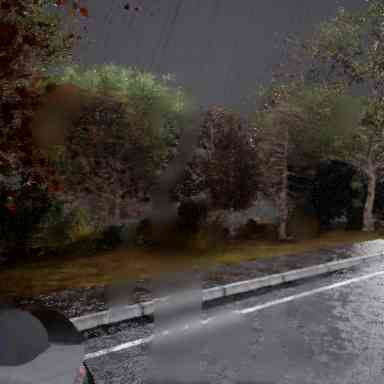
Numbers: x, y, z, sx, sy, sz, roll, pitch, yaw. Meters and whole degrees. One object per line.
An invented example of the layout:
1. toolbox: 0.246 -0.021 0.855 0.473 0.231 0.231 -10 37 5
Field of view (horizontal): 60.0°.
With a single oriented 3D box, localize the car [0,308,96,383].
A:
1. car: -2.911 1.490 1.471 4.902 1.511 2.128 0 0 -36
